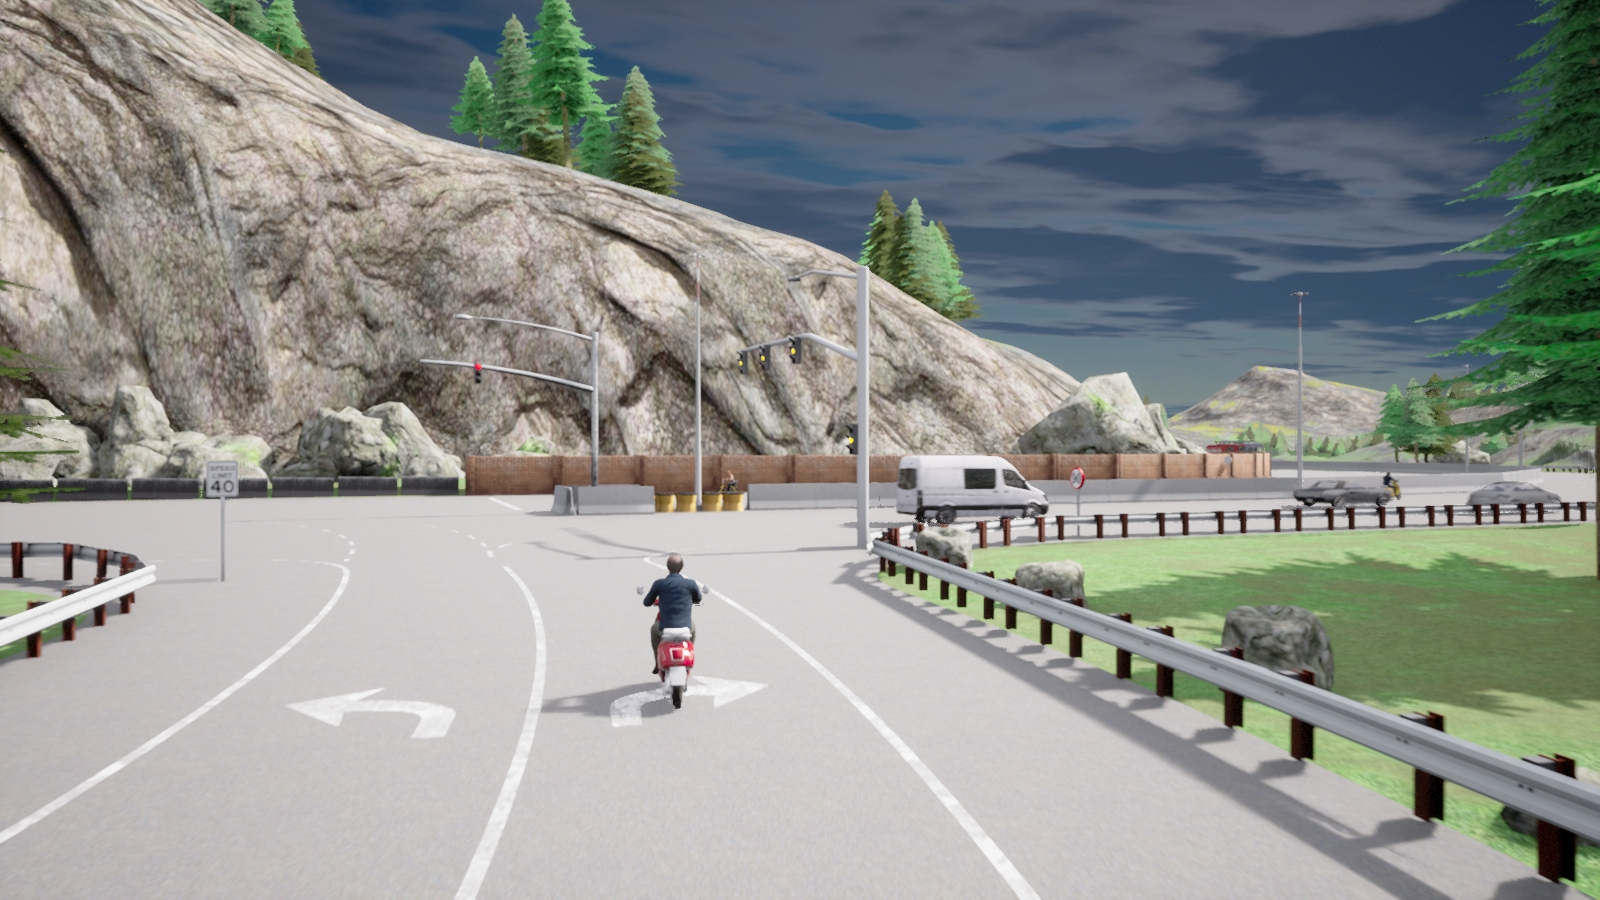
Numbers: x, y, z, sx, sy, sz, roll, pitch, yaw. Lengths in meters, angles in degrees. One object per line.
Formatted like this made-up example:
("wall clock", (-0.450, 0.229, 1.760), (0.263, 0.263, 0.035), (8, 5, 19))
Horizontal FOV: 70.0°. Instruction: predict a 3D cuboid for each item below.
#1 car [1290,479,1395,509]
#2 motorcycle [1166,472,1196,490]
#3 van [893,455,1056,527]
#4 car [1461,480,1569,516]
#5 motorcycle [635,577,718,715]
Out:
("car", (26.104, 2.097, 54.959), (4.718, 1.301, 1.895), (0, 0, -24))
("motorcycle", (25.783, 2.106, 77.341), (1.805, 1.236, 0.856), (0, -2, -28))
("van", (6.661, 1.495, 43.506), (5.915, 2.561, 1.988), (0, 0, -21))
("car", (30.939, 2.063, 49.456), (4.181, 1.385, 1.994), (0, 0, -25))
("motorcycle", (-1.437, 2.171, 12.979), (0.856, 1.236, 1.805), (0, 0, -9))
